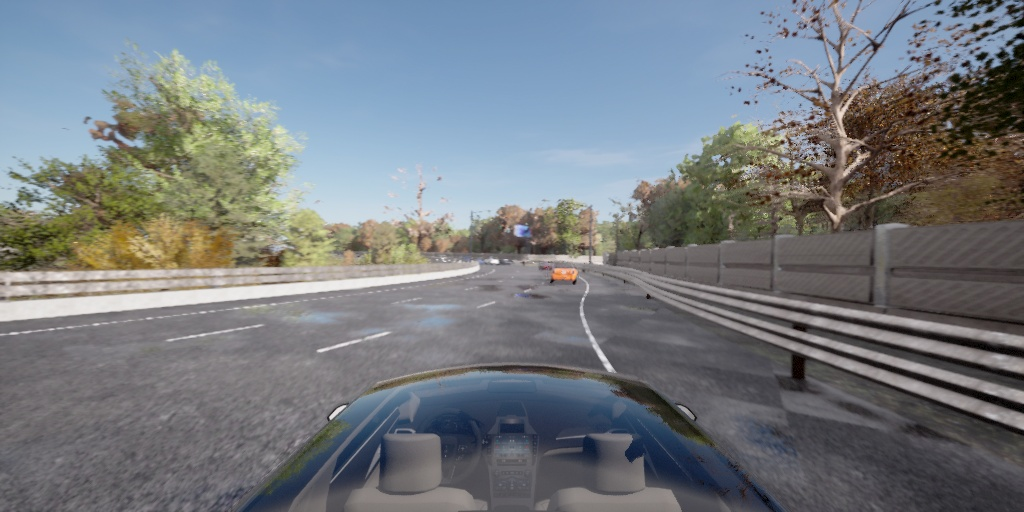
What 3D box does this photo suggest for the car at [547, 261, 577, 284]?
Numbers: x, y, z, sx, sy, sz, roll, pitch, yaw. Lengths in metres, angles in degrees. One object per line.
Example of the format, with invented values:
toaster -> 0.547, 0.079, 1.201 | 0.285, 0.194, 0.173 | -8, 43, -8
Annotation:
car -> 4.435, 1.346, 30.550 | 2.097, 1.767, 4.553 | 1, 0, 9

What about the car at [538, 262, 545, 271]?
car -> 5.605, 1.732, 59.858 | 1.994, 1.385, 4.181 | 2, 0, -6

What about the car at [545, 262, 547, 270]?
car -> 6.062, 1.469, 48.598 | 2.097, 1.767, 4.553 | 1, 0, 1
